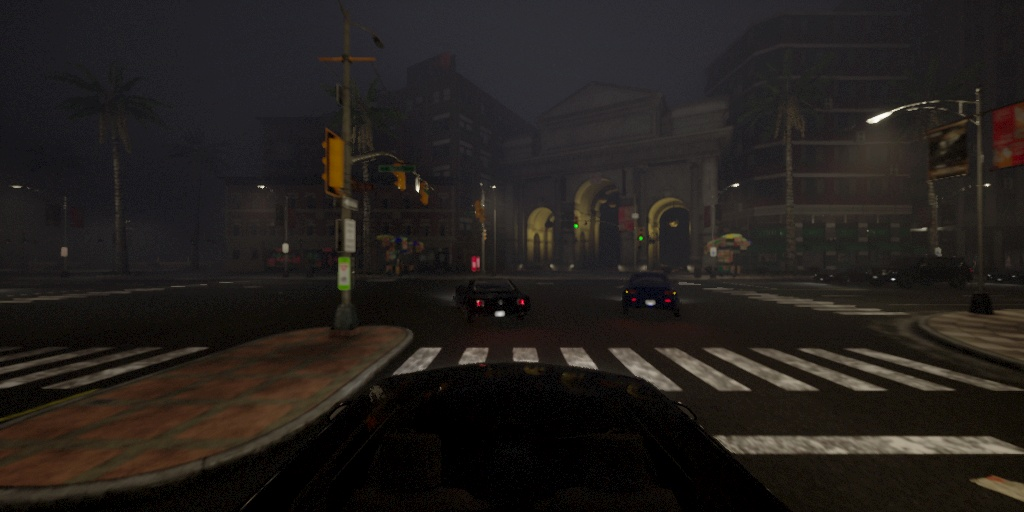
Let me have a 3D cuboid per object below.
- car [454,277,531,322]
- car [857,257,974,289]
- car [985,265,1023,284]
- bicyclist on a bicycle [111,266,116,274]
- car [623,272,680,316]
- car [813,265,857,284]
[{"bbox_3d":[-0.904,1.391,12.542,1.895,1.301,4.718,0,0,-15],"label":"car"},{"bbox_3d":[26.929,1.054,23.838,5.566,2.045,2.150,0,0,1],"label":"car"},{"bbox_3d":[39.474,1.392,27.103,5.357,1.411,2.033,0,0,0],"label":"car"},{"bbox_3d":[-38.391,1.174,35.190,0.582,1.620,1.656,0,0,0],"label":"bicyclist on a bicycle"},{"bbox_3d":[5.244,1.320,13.589,1.812,1.442,4.674,-1,0,21],"label":"car"},{"bbox_3d":[26.293,1.393,27.353,5.357,1.411,2.033,0,0,1],"label":"car"}]
